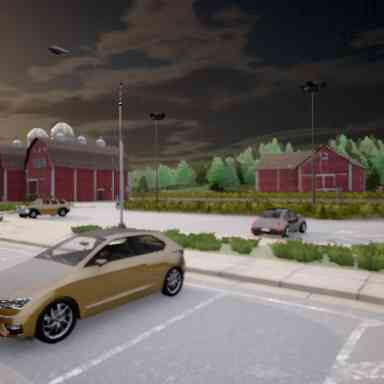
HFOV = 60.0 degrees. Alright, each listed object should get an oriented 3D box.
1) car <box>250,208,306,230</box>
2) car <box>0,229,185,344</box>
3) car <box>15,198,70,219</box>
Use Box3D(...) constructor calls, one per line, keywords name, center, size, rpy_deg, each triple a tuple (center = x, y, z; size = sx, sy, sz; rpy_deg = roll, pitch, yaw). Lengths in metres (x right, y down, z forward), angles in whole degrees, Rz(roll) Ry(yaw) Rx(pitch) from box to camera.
Box3D(name="car", center=(4.674, 1.550, 17.663), size=(1.784, 1.438, 3.905), rpy_deg=(0, 0, 36))
Box3D(name="car", center=(-1.898, 1.529, 6.539), size=(1.816, 1.474, 4.193), rpy_deg=(0, 0, 36))
Box3D(name="car", center=(-13.647, 1.439, 30.691), size=(1.932, 1.855, 4.605), rpy_deg=(0, 0, 36))
